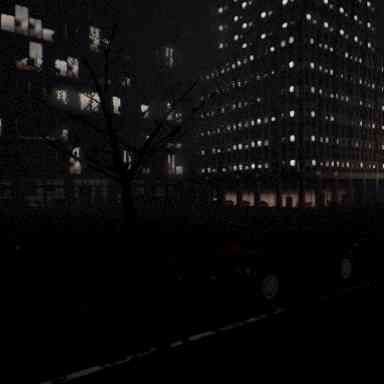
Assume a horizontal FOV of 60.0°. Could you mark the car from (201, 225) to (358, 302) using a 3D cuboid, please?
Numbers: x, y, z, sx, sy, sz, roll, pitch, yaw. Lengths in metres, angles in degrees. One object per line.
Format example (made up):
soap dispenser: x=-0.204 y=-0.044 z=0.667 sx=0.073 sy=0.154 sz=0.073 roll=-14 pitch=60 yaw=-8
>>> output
car: x=2.283 y=1.545 z=8.202 sx=4.507 sy=1.381 sz=1.887 roll=0 pitch=-1 yaw=-35
